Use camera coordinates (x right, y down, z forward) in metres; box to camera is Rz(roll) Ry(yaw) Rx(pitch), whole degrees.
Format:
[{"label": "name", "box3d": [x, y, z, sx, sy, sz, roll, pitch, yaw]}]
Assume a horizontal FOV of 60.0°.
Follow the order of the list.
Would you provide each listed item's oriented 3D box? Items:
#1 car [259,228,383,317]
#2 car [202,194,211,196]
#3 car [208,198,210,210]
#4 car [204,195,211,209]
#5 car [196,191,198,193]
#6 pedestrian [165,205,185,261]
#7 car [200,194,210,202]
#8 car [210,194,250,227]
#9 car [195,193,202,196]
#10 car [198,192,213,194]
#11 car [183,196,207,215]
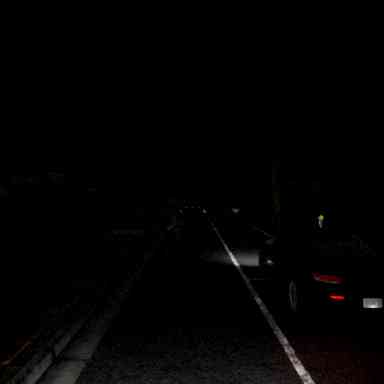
[{"label": "car", "box3d": [2.749, 1.516, 7.360, 1.812, 1.442, 4.674, 0, 0, 0]}, {"label": "car", "box3d": [2.656, 1.342, 44.730, 1.947, 1.339, 4.313, 2, 1, 0]}, {"label": "car", "box3d": [2.657, 1.450, 28.062, 1.887, 1.381, 4.507, 2, 0, 0]}, {"label": "car", "box3d": [2.656, 1.390, 39.174, 1.947, 1.339, 4.313, 2, 1, 0]}, {"label": "car", "box3d": [2.650, 0.882, 89.157, 1.967, 1.590, 4.097, 2, 0, 0]}, {"label": "pedestrian", "box3d": [-0.518, 1.277, 10.223, 0.375, 1.860, 0.375, 2, -1, 0]}, {"label": "car", "box3d": [2.650, 1.170, 66.944, 1.802, 1.307, 4.206, 2, 0, 0]}, {"label": "car", "box3d": [2.663, 1.251, 22.503, 2.192, 1.841, 5.009, 2, 0, 0]}, {"label": "car", "box3d": [0.048, 1.312, 45.991, 2.033, 1.411, 5.357, 0, 1, 1]}, {"label": "car", "box3d": [2.661, 0.993, 55.835, 2.192, 1.841, 5.009, 2, 0, 0]}, {"label": "car", "box3d": [0.068, 1.425, 32.203, 2.033, 1.411, 5.357, 0, 0, 0]}]
